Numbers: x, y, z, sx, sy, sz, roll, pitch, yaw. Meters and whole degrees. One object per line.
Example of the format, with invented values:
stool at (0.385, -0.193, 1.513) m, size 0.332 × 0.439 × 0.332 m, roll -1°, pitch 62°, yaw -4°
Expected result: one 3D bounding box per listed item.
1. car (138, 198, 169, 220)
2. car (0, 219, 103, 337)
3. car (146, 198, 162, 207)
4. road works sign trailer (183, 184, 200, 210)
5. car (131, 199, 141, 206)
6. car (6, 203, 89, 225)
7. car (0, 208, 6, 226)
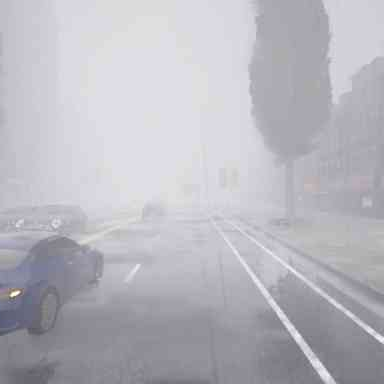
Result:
car at (-3.167, 1.553, 28.823) m, size 1.837 × 1.490 × 4.892 m, roll 0°, pitch 0°, yaw 0°
car at (-3.155, 1.511, 6.539) m, size 1.812 × 1.442 × 4.674 m, roll 0°, pitch 0°, yaw 0°
car at (-6.574, 1.817, 57.762) m, size 2.128 × 1.511 × 4.902 m, roll 0°, pitch -1°, yaw 0°
road works sign trailer at (-0.025, 0.637, 45.982) m, size 2.380 × 3.560 × 2.880 m, roll 0°, pitch -1°, yaw 0°
car at (-9.817, 1.941, 61.003) m, size 1.994 × 1.385 × 4.181 m, roll 0°, pitch -1°, yaw 1°
car at (-6.606, 1.344, 16.167) m, size 2.097 × 1.767 × 4.553 m, roll 0°, pitch 0°, yaw 0°
car at (-9.858, 1.508, 19.194) m, size 1.837 × 1.490 × 4.892 m, roll 0°, pitch 0°, yaw 0°
